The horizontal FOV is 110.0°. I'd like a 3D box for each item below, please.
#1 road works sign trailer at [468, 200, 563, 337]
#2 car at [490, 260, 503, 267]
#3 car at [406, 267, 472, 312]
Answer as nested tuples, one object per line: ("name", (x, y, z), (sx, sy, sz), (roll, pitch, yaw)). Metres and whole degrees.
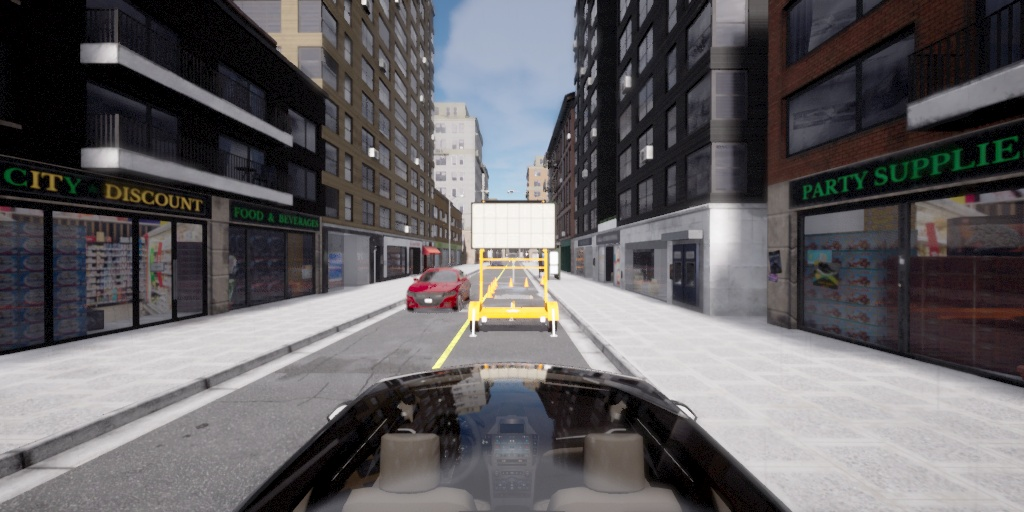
("road works sign trailer", (0.044, 0.212, 10.271), (2.380, 3.560, 2.880), (0, 0, 0))
("car", (-2.553, 1.272, 59.534), (1.994, 1.385, 4.181), (0, 0, 0))
("car", (-2.786, 1.224, 14.490), (1.882, 1.535, 5.008), (0, 0, 0))
